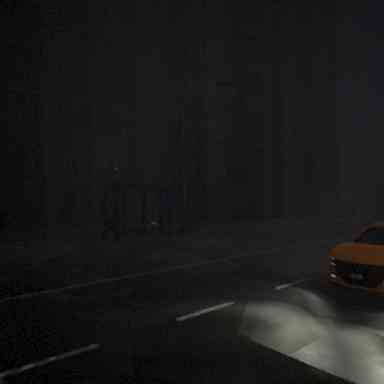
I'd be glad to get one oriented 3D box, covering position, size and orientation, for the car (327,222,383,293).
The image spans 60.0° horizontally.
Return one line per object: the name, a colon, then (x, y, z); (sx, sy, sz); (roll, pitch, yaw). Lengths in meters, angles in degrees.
car: (5.408, 1.521, 8.688); (5.008, 1.535, 1.882); (0, -1, -40)
